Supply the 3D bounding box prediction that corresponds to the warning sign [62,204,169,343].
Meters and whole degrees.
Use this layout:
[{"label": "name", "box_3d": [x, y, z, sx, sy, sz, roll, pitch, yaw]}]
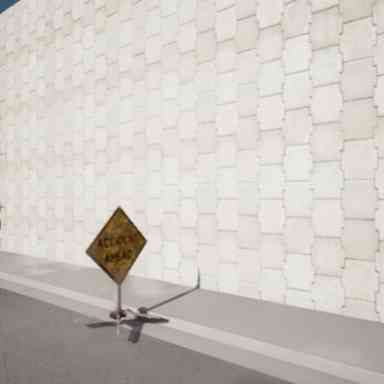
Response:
[{"label": "warning sign", "box_3d": [-1.208, 1.152, 5.406, 1.060, 1.860, 1.300, -1, 0, 35]}]
